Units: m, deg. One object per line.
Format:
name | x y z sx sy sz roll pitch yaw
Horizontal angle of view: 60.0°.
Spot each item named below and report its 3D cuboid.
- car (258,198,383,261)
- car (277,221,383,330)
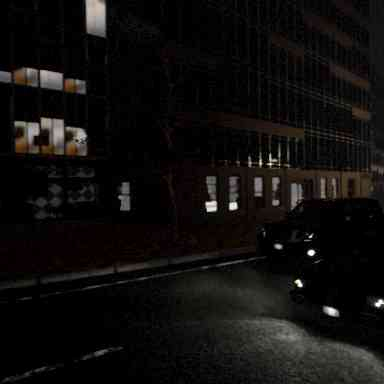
car | 4.682 1.237 11.429 5.566 2.045 2.150 0 0 -38
car | 4.366 1.555 7.039 5.357 1.411 2.033 0 0 -38
